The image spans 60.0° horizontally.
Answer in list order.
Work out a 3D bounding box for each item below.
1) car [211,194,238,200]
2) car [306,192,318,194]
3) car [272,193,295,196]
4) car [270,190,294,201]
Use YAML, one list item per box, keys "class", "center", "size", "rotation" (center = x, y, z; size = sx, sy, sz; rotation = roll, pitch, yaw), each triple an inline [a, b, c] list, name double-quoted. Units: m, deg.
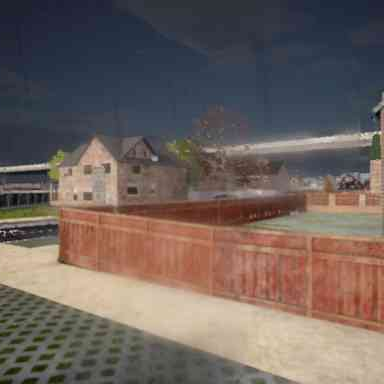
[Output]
- class: "car"
  center: [3.319, 0.998, 34.903]
  size: [1.837, 1.490, 4.892]
  rotation: [0, 1, 37]
- class: "car"
  center: [18.182, 0.687, 50.093]
  size: [2.033, 1.411, 5.357]
  rotation: [0, 1, 37]
- class: "car"
  center: [12.106, 0.835, 41.864]
  size: [1.812, 1.442, 4.674]
  rotation: [0, 1, 37]
- class: "car"
  center: [12.988, 0.502, 47.727]
  size: [1.994, 1.385, 4.181]
  rotation: [0, 1, 37]
